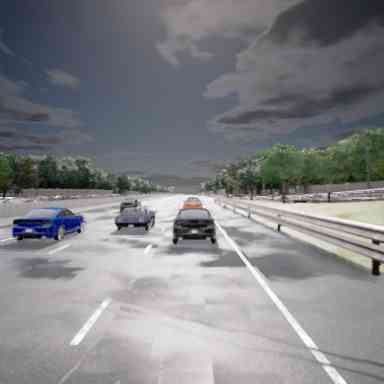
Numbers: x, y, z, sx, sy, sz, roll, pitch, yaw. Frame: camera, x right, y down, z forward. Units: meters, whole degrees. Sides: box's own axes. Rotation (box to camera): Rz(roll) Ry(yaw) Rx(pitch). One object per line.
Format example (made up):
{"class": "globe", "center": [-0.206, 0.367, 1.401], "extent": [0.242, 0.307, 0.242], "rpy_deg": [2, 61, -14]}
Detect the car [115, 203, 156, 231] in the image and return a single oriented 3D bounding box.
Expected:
{"class": "car", "center": [-3.398, 1.609, 20.841], "extent": [1.895, 1.301, 4.718], "rpy_deg": [0, 0, 0]}

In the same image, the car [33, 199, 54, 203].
{"class": "car", "center": [-17.592, 1.551, 39.361], "extent": [2.033, 1.411, 5.357], "rpy_deg": [0, 0, 0]}

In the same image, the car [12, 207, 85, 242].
{"class": "car", "center": [-6.899, 1.485, 16.554], "extent": [1.882, 1.535, 5.008], "rpy_deg": [0, 0, 0]}

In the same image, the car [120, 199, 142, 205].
{"class": "car", "center": [-6.898, 1.510, 37.657], "extent": [1.837, 1.490, 4.892], "rpy_deg": [0, 0, 0]}

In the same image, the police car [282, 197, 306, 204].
{"class": "police car", "center": [17.314, 1.226, 56.959], "extent": [2.038, 1.542, 4.974], "rpy_deg": [0, -2, -17]}

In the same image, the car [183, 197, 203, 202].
{"class": "car", "center": [0.102, 1.357, 37.107], "extent": [2.097, 1.767, 4.553], "rpy_deg": [0, 0, 0]}

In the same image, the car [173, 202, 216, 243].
{"class": "car", "center": [0.102, 1.485, 16.209], "extent": [1.882, 1.535, 5.008], "rpy_deg": [0, 0, 0]}
